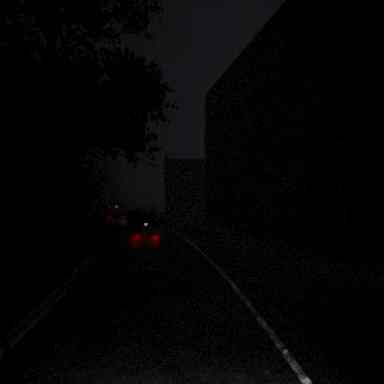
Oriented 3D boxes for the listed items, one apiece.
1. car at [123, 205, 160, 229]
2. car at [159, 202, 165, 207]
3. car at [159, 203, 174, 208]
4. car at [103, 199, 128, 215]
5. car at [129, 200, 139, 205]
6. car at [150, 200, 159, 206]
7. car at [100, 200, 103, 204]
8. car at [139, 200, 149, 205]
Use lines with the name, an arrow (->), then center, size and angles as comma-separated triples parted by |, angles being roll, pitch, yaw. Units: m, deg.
car -> -3.638, 1.863, 24.007 | 1.895, 1.301, 4.718 | 0, -1, -16
car -> -9.648, 3.589, 92.553 | 2.231, 1.521, 4.892 | 4, -3, -32
car -> -7.277, 3.782, 93.990 | 2.163, 1.488, 4.792 | 4, -3, -32
car -> -9.430, 1.839, 40.771 | 2.097, 1.767, 4.553 | 0, -1, -18
car -> -16.761, 2.907, 88.207 | 2.185, 1.767, 4.553 | 5, -3, -32
car -> -12.023, 3.161, 91.131 | 2.435, 2.045, 5.566 | 4, -3, -32
car -> -21.464, 2.657, 85.230 | 2.163, 1.488, 4.792 | 5, -3, -32
car -> -14.389, 3.226, 89.626 | 2.097, 1.535, 5.008 | 4, -3, -32
